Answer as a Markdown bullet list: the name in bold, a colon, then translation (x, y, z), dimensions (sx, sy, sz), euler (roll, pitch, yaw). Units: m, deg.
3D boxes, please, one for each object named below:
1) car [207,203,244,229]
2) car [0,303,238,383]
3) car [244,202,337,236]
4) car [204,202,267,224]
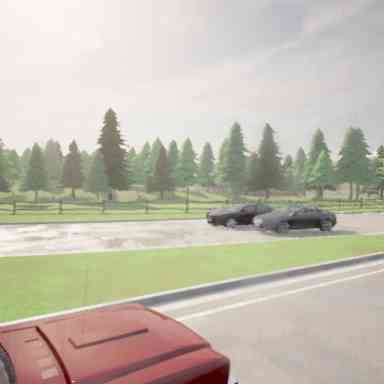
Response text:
- **car**: translation (3.420, 1.435, 21.102), dimensions (5.008, 1.535, 1.882), euler (0, 0, -23)
- **car**: translation (-1.923, 1.593, 2.275), dimensions (4.718, 1.301, 1.895), euler (0, 0, -35)
- **car**: translation (5.664, 1.457, 18.249), dimensions (4.902, 1.511, 2.128), euler (0, 0, -23)
- **car**: translation (3.246, 1.513, 24.823), dimensions (4.181, 1.385, 1.994), euler (0, 0, -23)
